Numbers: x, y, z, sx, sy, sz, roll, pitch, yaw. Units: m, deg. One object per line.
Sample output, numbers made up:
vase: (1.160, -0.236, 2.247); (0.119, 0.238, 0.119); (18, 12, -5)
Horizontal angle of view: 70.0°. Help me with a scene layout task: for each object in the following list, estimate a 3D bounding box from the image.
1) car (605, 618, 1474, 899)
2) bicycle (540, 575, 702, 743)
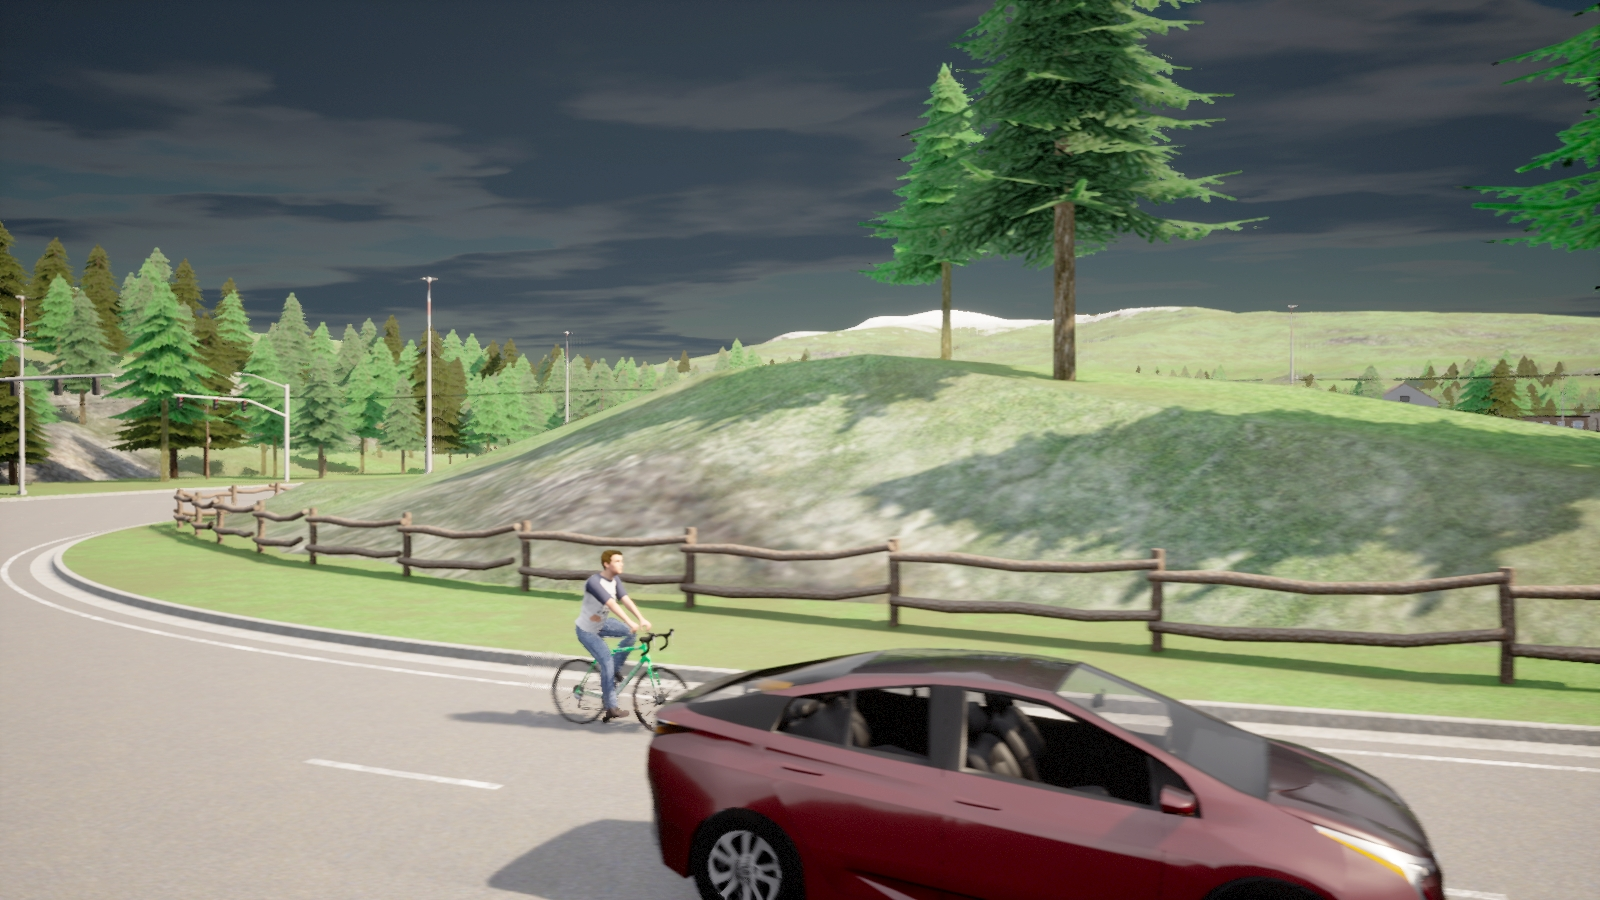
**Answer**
car: (1.303, 2.040, 6.900); (4.514, 1.525, 2.007); (0, 0, 22)
bicycle: (-1.806, 2.055, 11.453); (1.643, 1.496, 0.373); (0, 0, 24)
